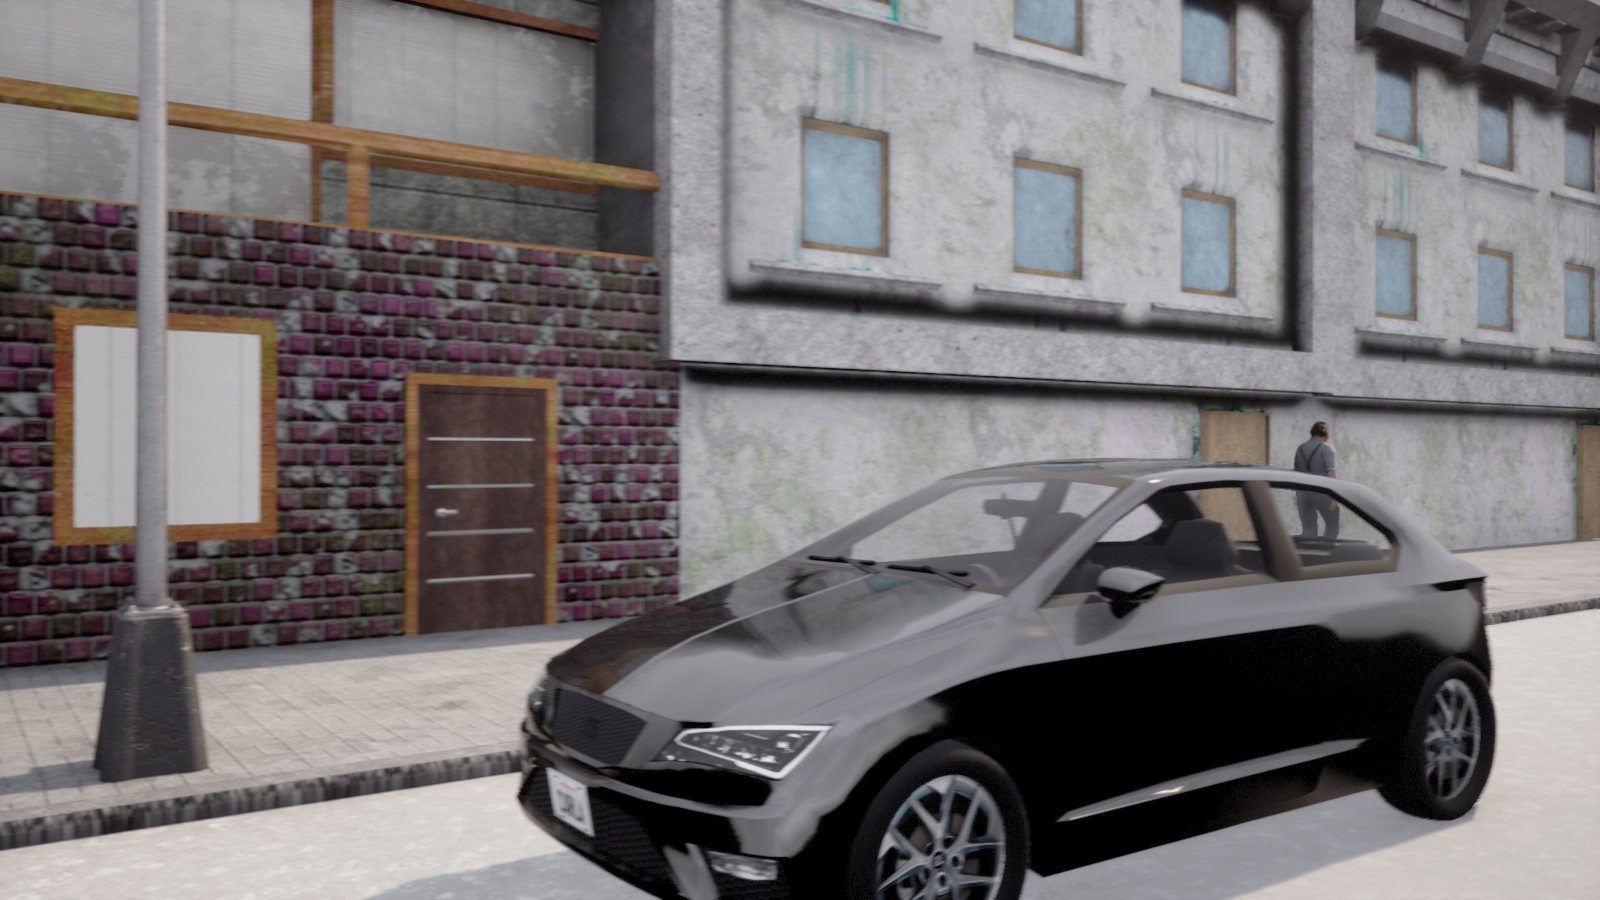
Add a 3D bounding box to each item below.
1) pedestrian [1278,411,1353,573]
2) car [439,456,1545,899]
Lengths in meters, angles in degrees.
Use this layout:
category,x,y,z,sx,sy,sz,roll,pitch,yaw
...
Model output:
category,x,y,z,sx,sy,sz,roll,pitch,yaw
pedestrian,6.061,0.478,14.765,0.694,1.848,0.540,0,0,-37
car,0.954,0.768,4.931,4.193,1.474,1.816,0,0,-35
